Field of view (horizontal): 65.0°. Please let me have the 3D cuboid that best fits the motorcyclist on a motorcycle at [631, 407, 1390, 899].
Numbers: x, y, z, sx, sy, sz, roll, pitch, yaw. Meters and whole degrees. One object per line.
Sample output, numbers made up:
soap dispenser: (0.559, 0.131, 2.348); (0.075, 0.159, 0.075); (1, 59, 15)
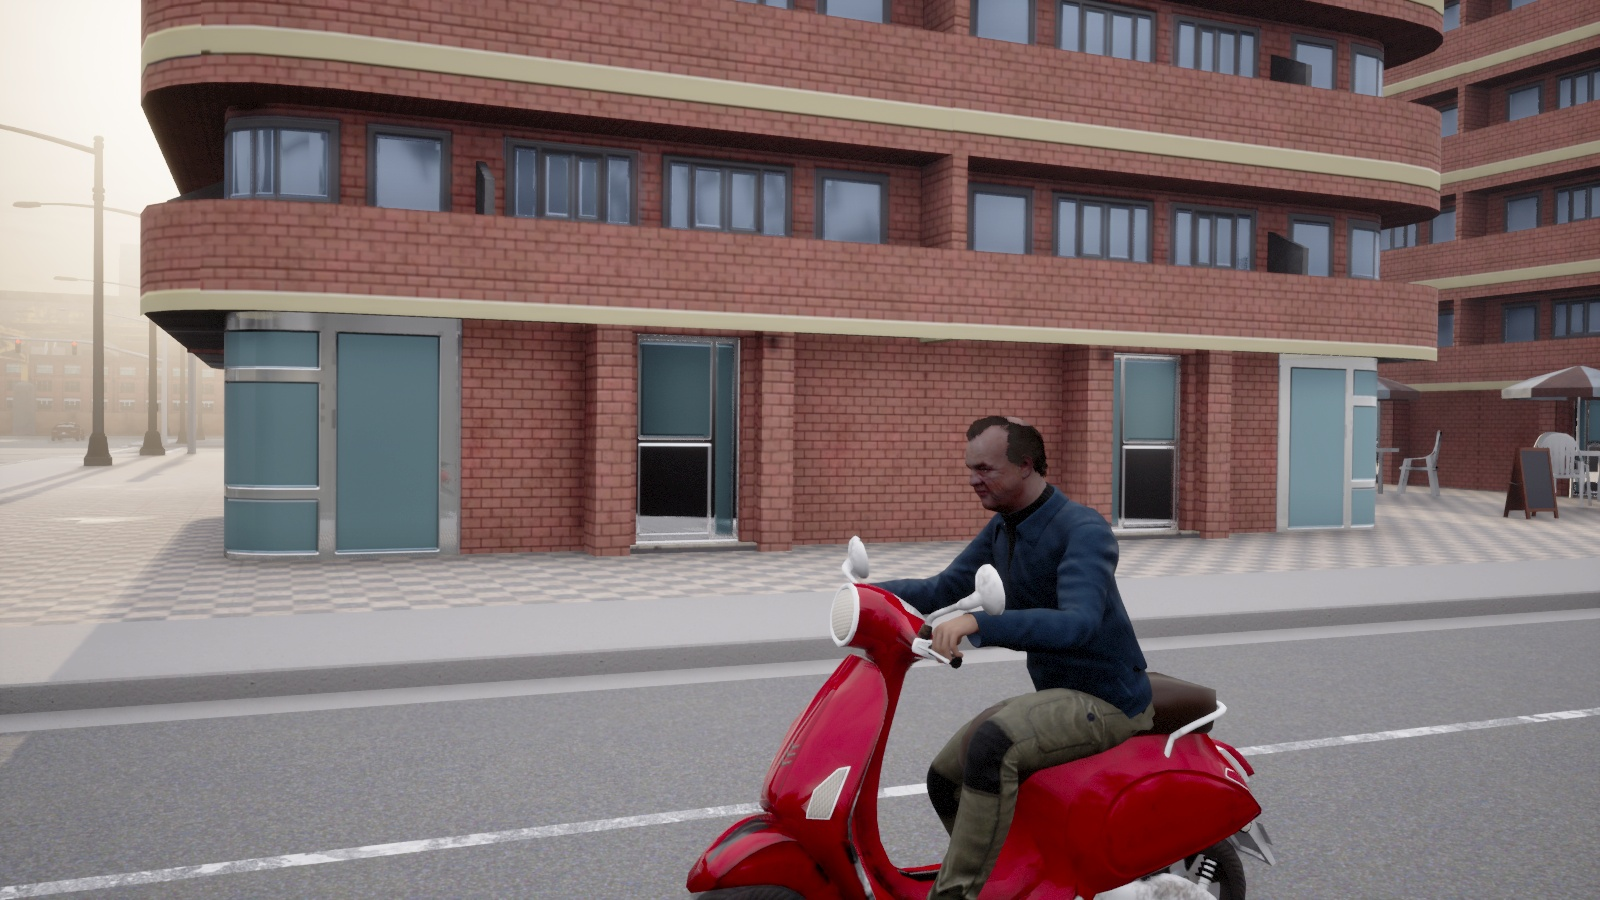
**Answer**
motorcyclist on a motorcycle: (0.546, 0.691, 3.382); (1.817, 1.590, 0.866); (-1, 1, -21)
